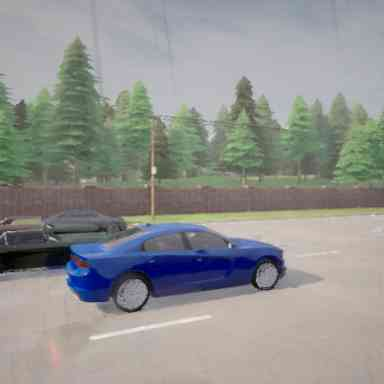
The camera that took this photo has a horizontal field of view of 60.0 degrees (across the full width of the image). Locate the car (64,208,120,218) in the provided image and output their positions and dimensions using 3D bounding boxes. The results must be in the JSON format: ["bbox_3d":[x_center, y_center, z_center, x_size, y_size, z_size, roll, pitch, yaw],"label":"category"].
[{"bbox_3d":[-5.415,1.506,16.675,4.181,1.385,1.994,0,0,-25],"label":"car"}]

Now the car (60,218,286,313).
[{"bbox_3d":[-0.186,1.446,7.528,5.008,1.535,1.882,0,0,-25],"label":"car"}]

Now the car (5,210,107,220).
[{"bbox_3d":[-5.889,1.562,12.593,4.718,1.301,1.895,0,0,-25],"label":"car"}]

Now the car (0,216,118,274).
[{"bbox_3d":[-4.398,1.571,9.424,4.718,1.301,1.895,0,0,-25],"label":"car"}]
